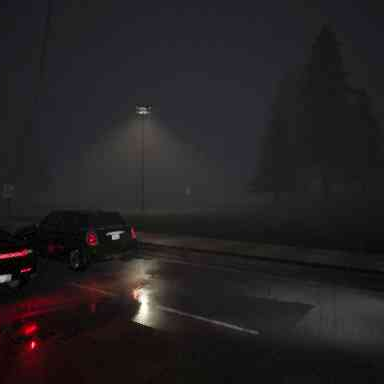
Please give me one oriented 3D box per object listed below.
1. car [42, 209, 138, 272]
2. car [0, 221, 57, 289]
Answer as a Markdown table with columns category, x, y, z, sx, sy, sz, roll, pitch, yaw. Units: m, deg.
| category | x | y | z | sx | sy | sz | roll | pitch | yaw |
| --- | --- | --- | --- | --- | --- | --- | --- | --- | --- |
| car | -3.975 | 1.347 | 11.028 | 4.553 | 1.767 | 2.097 | 0 | 0 | 36 |
| car | -5.661 | 1.486 | 7.930 | 4.902 | 1.511 | 2.128 | 0 | 0 | 36 |
